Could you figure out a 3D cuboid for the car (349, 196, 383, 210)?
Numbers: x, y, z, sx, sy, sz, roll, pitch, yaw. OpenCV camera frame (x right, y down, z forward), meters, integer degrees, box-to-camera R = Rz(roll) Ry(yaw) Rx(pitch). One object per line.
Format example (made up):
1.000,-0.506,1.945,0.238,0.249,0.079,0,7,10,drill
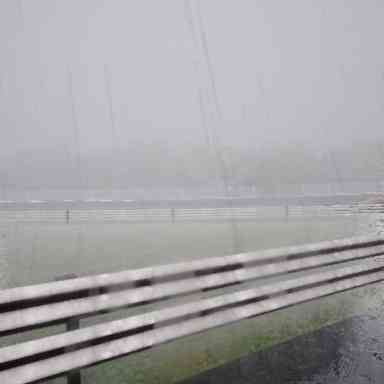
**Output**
18.997,1.290,33.373,5.008,1.535,1.882,-2,1,7,car

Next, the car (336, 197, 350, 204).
19.420,1.287,36.848,5.357,1.411,2.033,-2,1,7,car

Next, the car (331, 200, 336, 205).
19.841,1.222,40.322,5.357,1.411,2.033,-2,1,7,car
